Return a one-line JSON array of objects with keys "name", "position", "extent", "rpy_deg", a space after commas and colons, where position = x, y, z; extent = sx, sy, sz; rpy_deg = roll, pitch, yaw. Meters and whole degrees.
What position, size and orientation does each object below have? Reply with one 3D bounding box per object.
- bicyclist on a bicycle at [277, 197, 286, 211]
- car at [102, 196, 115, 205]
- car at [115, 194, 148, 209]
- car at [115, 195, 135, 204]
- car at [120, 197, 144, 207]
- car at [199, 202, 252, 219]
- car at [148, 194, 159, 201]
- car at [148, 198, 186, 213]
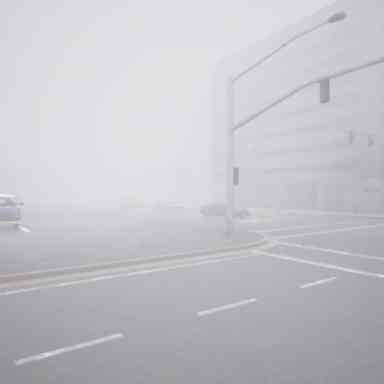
[{"name": "bicyclist on a bicycle", "position": [10.291, 1.358, 38.300], "extent": [1.656, 1.620, 0.582], "rpy_deg": [0, 0, -35]}, {"name": "car", "position": [-15.101, 1.547, 61.528], "extent": [2.128, 1.511, 4.902], "rpy_deg": [0, 0, -35]}, {"name": "car", "position": [-8.408, 1.408, 45.723], "extent": [2.097, 1.767, 4.553], "rpy_deg": [0, 0, -35]}, {"name": "car", "position": [-13.158, 1.408, 64.858], "extent": [2.097, 1.767, 4.553], "rpy_deg": [0, 0, -35]}, {"name": "car", "position": [-9.710, 1.533, 53.934], "extent": [1.882, 1.535, 5.008], "rpy_deg": [0, 0, -35]}, {"name": "car", "position": [2.842, 1.604, 29.815], "extent": [2.033, 1.411, 5.357], "rpy_deg": [0, 0, -35]}, {"name": "car", "position": [-7.647, 1.277, 57.081], "extent": [2.150, 2.045, 5.566], "rpy_deg": [0, 0, -35]}, {"name": "car", "position": [-2.711, 1.657, 37.657], "extent": [1.895, 1.301, 4.718], "rpy_deg": [0, 0, -35]}]
